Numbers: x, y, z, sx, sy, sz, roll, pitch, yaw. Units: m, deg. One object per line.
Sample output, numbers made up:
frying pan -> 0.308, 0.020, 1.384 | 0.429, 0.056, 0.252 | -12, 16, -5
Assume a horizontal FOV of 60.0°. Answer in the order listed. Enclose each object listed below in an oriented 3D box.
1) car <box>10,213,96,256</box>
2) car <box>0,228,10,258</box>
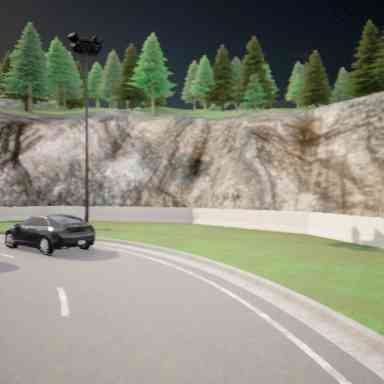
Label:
car -> -6.091, 1.679, 14.104 | 4.892, 1.490, 1.837 | 0, 0, 38
car -> -8.333, 1.728, 11.414 | 4.181, 1.385, 1.994 | -1, -1, 38
